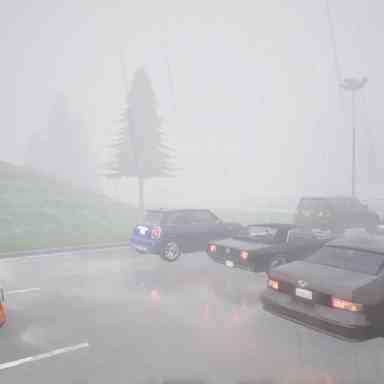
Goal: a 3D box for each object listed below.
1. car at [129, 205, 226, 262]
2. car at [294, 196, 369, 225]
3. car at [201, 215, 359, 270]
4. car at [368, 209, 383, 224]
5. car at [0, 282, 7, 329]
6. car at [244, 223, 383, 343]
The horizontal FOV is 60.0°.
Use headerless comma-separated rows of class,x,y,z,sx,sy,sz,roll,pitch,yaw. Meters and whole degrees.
car,0.058,1.352,12.379,4.553,1.767,2.097,0,0,-36
car,7.854,1.222,17.934,5.566,2.045,2.150,0,0,-35
car,2.799,1.601,10.036,4.718,1.301,1.895,0,0,-35
car,10.632,1.547,15.575,5.357,1.411,2.033,0,0,-38
car,-5.077,1.352,4.425,4.553,1.767,2.097,0,0,-36
car,3.699,1.547,6.382,5.357,1.411,2.033,0,0,-35
